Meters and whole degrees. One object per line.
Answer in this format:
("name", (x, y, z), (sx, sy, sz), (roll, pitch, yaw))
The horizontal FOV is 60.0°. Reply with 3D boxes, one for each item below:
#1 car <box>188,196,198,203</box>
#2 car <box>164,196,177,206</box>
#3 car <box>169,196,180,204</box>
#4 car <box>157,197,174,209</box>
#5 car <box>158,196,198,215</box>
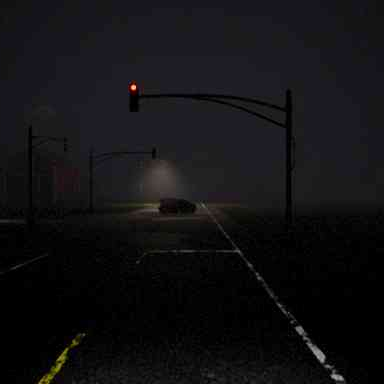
("car", (0.220, 1.471, 70.419), (1.994, 1.385, 4.181), (0, 0, 0))
("car", (-3.487, 1.463, 55.064), (1.812, 1.442, 4.674), (0, 0, 1))
("car", (-3.433, 1.520, 64.992), (1.895, 1.301, 4.718), (0, 0, 1))
("car", (-3.513, 1.432, 45.201), (1.882, 1.535, 5.008), (0, 0, 0))
("car", (-1.304, 1.448, 33.090), (1.882, 1.535, 5.008), (1, 1, 30))
